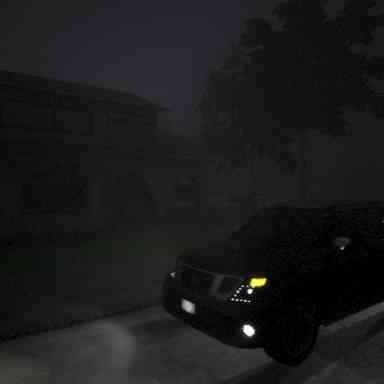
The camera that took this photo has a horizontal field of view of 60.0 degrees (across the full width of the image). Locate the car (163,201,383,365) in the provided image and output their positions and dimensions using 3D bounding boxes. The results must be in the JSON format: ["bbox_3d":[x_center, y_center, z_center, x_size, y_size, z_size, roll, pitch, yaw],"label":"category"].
[{"bbox_3d":[2.193,1.214,6.181,5.566,2.045,2.150,0,0,-36],"label":"car"}]
